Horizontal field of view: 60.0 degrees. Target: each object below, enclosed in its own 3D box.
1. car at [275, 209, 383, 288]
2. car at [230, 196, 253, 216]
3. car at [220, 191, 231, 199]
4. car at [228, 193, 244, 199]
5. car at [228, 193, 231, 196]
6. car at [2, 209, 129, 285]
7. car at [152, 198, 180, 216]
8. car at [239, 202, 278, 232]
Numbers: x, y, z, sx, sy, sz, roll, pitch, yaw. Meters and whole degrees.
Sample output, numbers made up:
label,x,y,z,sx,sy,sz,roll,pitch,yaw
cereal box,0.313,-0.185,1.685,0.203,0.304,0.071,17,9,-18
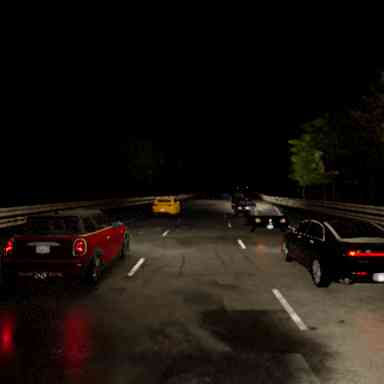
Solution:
label,x,y,z,sx,sy,sz,roll,pitch,yaw
car,3.777,1.427,8.953,1.837,1.490,4.892,0,0,2
car,4.695,1.341,29.544,2.033,1.411,5.357,0,0,4
car,8.125,0.968,82.608,1.882,1.535,5.008,0,1,9
car,5.672,1.273,40.266,1.882,1.535,5.008,0,0,6
car,6.936,1.278,50.957,1.882,1.535,5.008,0,0,8
car,-3.215,1.268,9.421,2.097,1.767,4.553,0,0,1
car,-2.206,1.265,29.254,1.882,1.535,5.008,0,0,4
car,4.007,1.441,18.826,1.895,1.301,4.718,0,0,3
